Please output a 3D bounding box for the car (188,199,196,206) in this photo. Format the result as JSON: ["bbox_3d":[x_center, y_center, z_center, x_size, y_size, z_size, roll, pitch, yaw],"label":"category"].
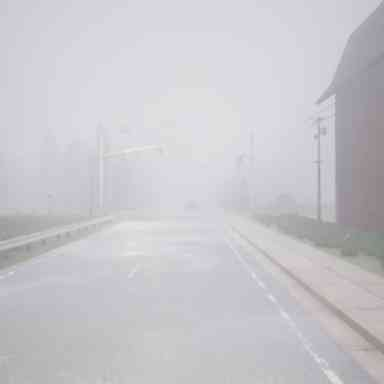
[{"bbox_3d":[-0.011,2.369,78.413,1.837,1.490,4.892,0,-1,0],"label":"car"}]

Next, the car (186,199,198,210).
[{"bbox_3d":[-0.008,2.089,53.407,2.128,1.511,4.902,0,-1,0],"label":"car"}]
